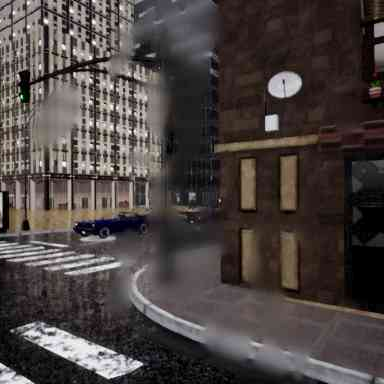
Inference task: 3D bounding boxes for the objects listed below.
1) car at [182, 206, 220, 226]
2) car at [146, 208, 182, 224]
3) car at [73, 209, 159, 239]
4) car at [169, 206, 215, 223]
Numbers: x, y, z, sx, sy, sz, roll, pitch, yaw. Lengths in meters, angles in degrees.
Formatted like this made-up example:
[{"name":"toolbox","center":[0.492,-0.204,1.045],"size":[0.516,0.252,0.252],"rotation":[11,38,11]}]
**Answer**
[{"name":"car","center":[1.541,1.929,27.510],"size":[2.033,1.411,5.357],"rotation":[-1,-1,35]},{"name":"car","center":[-3.134,1.893,25.602],"size":[2.008,1.369,4.403],"rotation":[-2,-2,35]},{"name":"car","center":[-4.365,1.834,19.157],"size":[1.895,1.301,4.718],"rotation":[-1,-1,36]},{"name":"car","center":[0.059,1.974,30.165],"size":[2.008,1.369,4.403],"rotation":[-2,-2,35]}]
